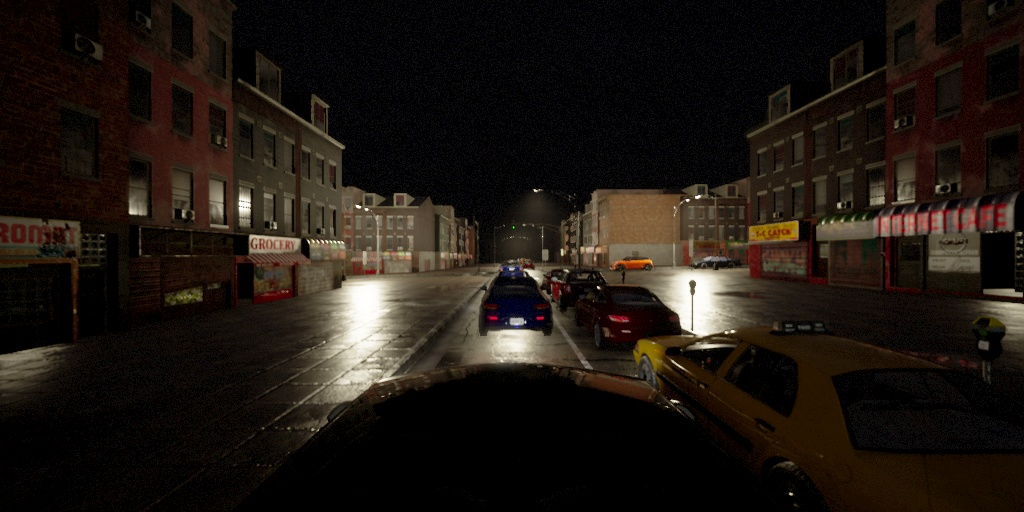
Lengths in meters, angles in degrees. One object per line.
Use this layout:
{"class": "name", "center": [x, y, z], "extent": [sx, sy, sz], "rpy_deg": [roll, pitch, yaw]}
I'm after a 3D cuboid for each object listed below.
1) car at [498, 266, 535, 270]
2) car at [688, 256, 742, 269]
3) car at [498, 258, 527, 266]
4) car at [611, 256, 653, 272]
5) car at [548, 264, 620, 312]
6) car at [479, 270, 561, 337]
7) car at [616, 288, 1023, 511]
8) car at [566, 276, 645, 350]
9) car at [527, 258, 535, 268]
{"class": "car", "center": [0.090, 1.380, 18.516], "extent": [1.895, 1.301, 4.718], "rpy_deg": [0, 0, 0]}
{"class": "car", "center": [22.808, 0.732, 40.299], "extent": [5.357, 1.411, 2.033], "rpy_deg": [-1, 0, 0]}
{"class": "car", "center": [-0.161, 1.170, 31.531], "extent": [2.097, 1.767, 4.553], "rpy_deg": [0, 0, -3]}
{"class": "car", "center": [13.321, 0.783, 40.270], "extent": [4.553, 1.767, 2.097], "rpy_deg": [-1, 0, 0]}
{"class": "car", "center": [2.627, 1.209, 14.283], "extent": [1.967, 1.591, 4.097], "rpy_deg": [0, 0, 0]}
{"class": "car", "center": [0.064, 1.288, 10.242], "extent": [1.812, 1.442, 4.674], "rpy_deg": [0, 0, -1]}
{"class": "car", "center": [2.637, 1.277, 3.520], "extent": [1.751, 1.417, 4.829], "rpy_deg": [0, 0, 0]}
{"class": "car", "center": [2.632, 1.342, 8.817], "extent": [1.802, 1.307, 4.207], "rpy_deg": [0, 0, 0]}
{"class": "car", "center": [2.586, 1.378, 57.090], "extent": [1.967, 1.591, 4.097], "rpy_deg": [0, 0, 0]}
